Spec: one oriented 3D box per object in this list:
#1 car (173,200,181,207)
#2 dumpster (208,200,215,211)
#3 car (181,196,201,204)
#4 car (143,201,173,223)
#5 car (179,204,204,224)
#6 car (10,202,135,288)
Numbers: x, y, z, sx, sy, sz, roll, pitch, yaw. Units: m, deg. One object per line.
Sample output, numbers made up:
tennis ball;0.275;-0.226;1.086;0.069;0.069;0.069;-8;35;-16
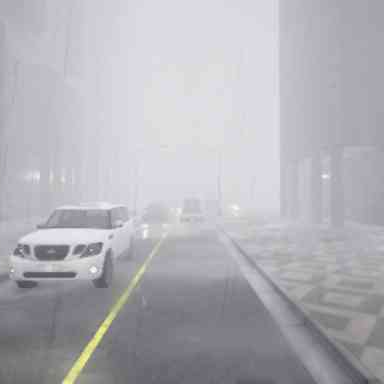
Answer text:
car;-3.131;2.352;66.034;2.128;1.511;4.902;0;-1;0
dumpster;3.029;2.050;51.480;1.020;1.700;1.940;-1;-1;0
car;-0.017;1.790;44.295;2.150;2.045;5.566;0;0;0
car;-3.075;1.732;29.553;2.097;1.767;4.553;0;-1;0
car;0.006;1.959;28.090;1.895;1.301;4.718;0;-1;0
car;-3.114;1.355;9.999;2.150;2.045;5.566;0;-1;0
